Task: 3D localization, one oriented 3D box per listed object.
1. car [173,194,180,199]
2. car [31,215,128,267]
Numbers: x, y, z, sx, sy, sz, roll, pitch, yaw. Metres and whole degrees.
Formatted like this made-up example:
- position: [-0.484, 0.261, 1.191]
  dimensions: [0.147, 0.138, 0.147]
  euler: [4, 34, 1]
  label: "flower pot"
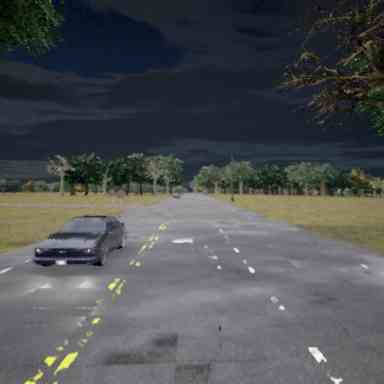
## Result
- position: [-4.015, 1.180, 86.304]
  dimensions: [2.033, 1.411, 5.357]
  euler: [0, 0, -1]
  label: "car"
- position: [-3.548, 1.531, 11.679]
  dimensions: [2.033, 1.411, 5.357]
  euler: [0, 0, 0]
  label: "car"
